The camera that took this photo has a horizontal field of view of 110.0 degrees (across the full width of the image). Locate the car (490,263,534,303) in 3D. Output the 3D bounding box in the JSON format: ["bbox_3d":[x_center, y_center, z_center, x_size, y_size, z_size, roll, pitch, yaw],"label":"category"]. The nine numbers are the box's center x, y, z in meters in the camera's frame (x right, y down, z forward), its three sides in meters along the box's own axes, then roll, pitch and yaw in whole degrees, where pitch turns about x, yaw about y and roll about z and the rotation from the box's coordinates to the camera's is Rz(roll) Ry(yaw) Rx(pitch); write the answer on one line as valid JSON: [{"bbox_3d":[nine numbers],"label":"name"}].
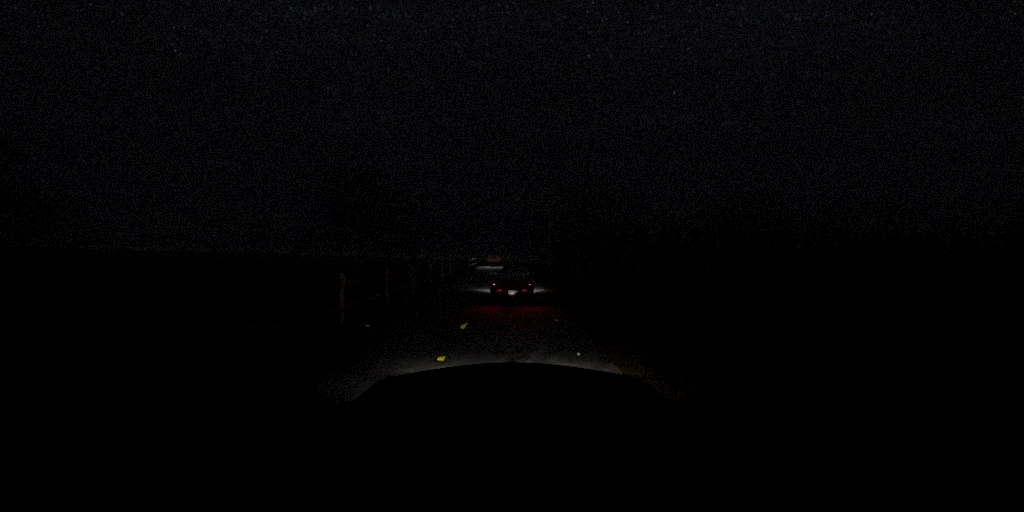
[{"bbox_3d":[0.000,1.257,16.504,1.812,1.442,4.674,0,0,0],"label":"car"}]

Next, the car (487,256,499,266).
[{"bbox_3d":[-2.751,0.706,54.527,1.882,1.535,5.008,0,1,0],"label":"car"}]

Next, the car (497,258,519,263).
[{"bbox_3d":[0.000,1.157,31.510,2.033,1.411,5.357,0,1,0],"label":"car"}]
